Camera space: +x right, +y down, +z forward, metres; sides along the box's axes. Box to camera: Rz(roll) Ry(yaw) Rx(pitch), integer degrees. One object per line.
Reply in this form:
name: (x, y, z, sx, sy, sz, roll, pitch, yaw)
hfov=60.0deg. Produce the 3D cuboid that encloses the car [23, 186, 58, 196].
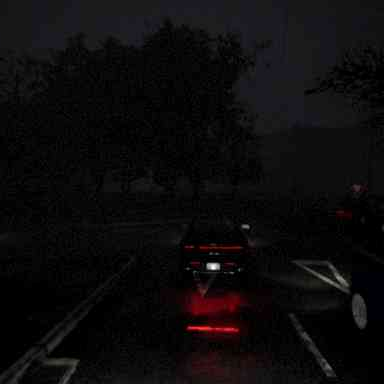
car: (-22.811, -0.076, 50.099, 4.892, 1.490, 1.837, -2, 2, -38)

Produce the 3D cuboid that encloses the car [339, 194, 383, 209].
car: (15.710, 0.815, 30.707, 4.718, 1.301, 1.895, -2, 3, -35)

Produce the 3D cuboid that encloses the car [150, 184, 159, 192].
car: (-8.929, -1.004, 78.739, 2.097, 1.767, 4.553, 0, 1, -6)

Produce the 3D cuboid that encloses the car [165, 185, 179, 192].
car: (-3.877, -0.728, 68.765, 1.837, 1.490, 4.892, 0, 1, -11)

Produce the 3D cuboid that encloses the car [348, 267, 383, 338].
car: (3.545, 1.484, 3.684, 1.882, 1.535, 5.008, 0, 0, 2)

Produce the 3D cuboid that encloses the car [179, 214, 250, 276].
car: (0.717, 1.438, 10.199, 1.837, 1.490, 4.892, 0, 1, 5)
